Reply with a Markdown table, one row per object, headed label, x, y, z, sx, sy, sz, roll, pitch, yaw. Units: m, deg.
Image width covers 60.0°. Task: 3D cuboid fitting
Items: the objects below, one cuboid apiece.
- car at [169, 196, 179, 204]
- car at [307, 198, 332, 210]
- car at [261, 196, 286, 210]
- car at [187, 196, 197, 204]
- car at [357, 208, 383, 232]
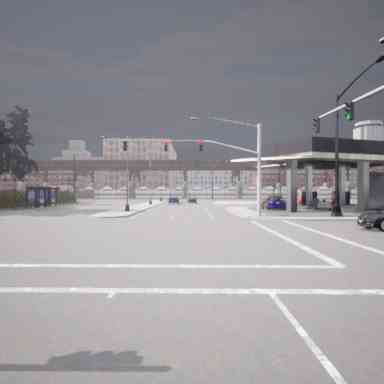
| label | x | y | z | sx | sy | sz | roll | pitch | yaw |
| --- | --- | --- | --- | --- | --- | --- | --- | --- | --- |
| car | -3.478 | 1.465 | 64.405 | 1.882 | 1.535 | 5.008 | 0 | 0 | 0 |
| car | 15.469 | 1.447 | 40.486 | 1.970 | 1.475 | 3.806 | 0 | 0 | 0 |
| car | 9.724 | 1.287 | 39.725 | 2.242 | 1.667 | 4.611 | 0 | 0 | 0 |
| car | 0.022 | 1.534 | 64.404 | 2.033 | 1.411 | 5.357 | 0 | 0 | 0 |
| car | 12.297 | 1.501 | 19.562 | 4.892 | 1.490 | 1.837 | 0 | 0 | -1 |
